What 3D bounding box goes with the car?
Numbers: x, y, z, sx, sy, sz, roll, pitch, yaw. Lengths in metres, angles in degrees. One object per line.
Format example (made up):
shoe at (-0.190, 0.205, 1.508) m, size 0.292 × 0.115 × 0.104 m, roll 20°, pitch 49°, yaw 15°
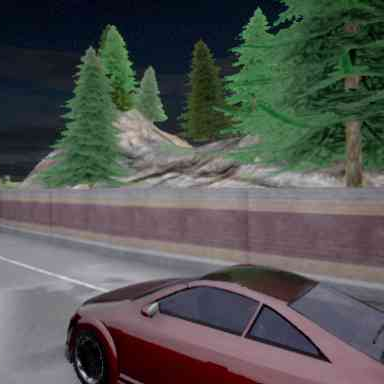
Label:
car at (0.415, 1.574, 3.828) m, size 4.181 × 1.385 × 1.994 m, roll 0°, pitch 0°, yaw 37°
